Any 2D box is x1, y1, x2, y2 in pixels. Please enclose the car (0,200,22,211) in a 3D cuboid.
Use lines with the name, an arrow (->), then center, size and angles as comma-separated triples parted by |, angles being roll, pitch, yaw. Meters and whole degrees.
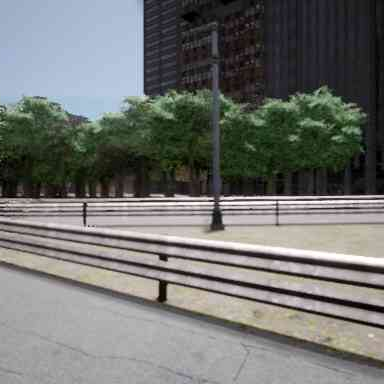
car -> -15.138, 1.294, 24.951 | 4.674, 1.442, 1.812 | 0, 0, 12
